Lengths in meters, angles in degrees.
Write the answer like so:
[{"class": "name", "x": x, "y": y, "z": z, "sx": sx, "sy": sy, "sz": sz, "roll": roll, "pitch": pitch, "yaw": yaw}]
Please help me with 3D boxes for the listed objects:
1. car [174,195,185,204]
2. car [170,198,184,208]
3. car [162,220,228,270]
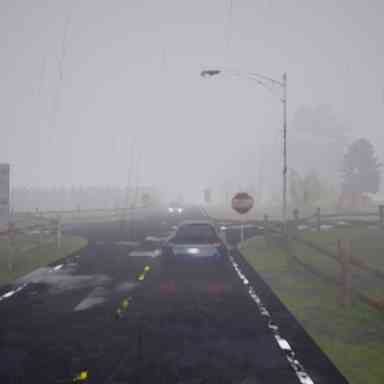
[{"class": "car", "x": -2.728, "y": 1.715, "z": 73.098, "sx": 2.150, "sy": 2.045, "sz": 5.566, "roll": 0, "pitch": -1, "yaw": 0}, {"class": "car", "x": -2.791, "y": 2.079, "z": 56.866, "sx": 1.895, "sy": 1.301, "sz": 4.718, "roll": 0, "pitch": -1, "yaw": 0}, {"class": "car", "x": 0.214, "y": 1.650, "z": 11.403, "sx": 1.994, "sy": 1.385, "sz": 4.181, "roll": 0, "pitch": 0, "yaw": 5}]
